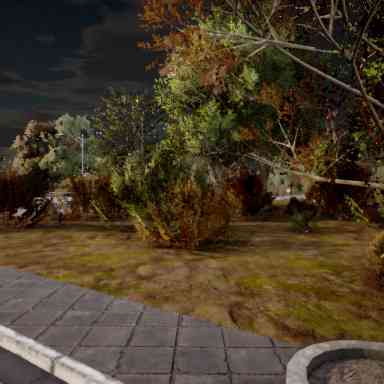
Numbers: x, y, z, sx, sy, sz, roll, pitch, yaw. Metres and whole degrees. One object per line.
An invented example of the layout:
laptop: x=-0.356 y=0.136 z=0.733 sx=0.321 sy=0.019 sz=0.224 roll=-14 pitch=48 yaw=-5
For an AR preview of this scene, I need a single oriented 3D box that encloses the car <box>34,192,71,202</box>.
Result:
car: x=-17.265 y=0.994 z=41.597 sx=2.150 sy=2.045 sz=5.566 roll=0 pitch=0 yaw=32
